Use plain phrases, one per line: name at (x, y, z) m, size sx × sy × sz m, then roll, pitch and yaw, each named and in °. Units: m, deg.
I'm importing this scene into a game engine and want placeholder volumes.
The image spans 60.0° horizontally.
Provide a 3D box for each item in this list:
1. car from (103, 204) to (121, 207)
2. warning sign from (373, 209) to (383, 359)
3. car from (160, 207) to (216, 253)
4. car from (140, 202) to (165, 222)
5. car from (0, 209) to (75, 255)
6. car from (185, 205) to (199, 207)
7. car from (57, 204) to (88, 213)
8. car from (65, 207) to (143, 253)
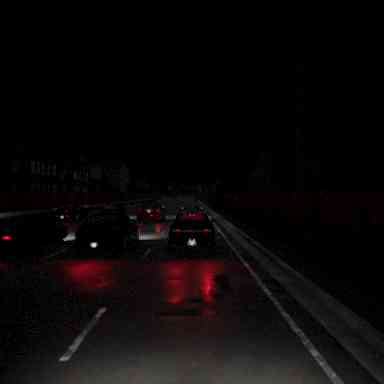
car at (-6.996, 1.803, 29.380) m, size 1.812 × 1.442 × 4.674 m, roll 0°, pitch 0°, yaw 0°
warning sign at (3.050, 1.153, 3.872) m, size 1.300 × 1.860 × 1.060 m, roll 0°, pitch -1°, yaw 0°
car at (0.003, 1.628, 14.297) m, size 2.128 × 1.511 × 4.902 m, roll 0°, pitch 0°, yaw 0°
car at (-3.497, 1.624, 29.083) m, size 2.097 × 1.767 × 4.553 m, roll 0°, pitch -1°, yaw 0°
car at (-6.999, 1.680, 13.989) m, size 2.033 × 1.411 × 5.357 m, roll 0°, pitch -1°, yaw 0°
car at (0.003, 1.840, 29.278) m, size 1.994 × 1.385 × 4.181 m, roll 0°, pitch 0°, yaw 0°
car at (-10.497, 1.784, 29.309) m, size 1.837 × 1.490 × 4.892 m, roll 0°, pitch 0°, yaw 0°
car at (-3.497, 1.643, 14.305) m, size 1.837 × 1.490 × 4.892 m, roll 0°, pitch 0°, yaw 0°
